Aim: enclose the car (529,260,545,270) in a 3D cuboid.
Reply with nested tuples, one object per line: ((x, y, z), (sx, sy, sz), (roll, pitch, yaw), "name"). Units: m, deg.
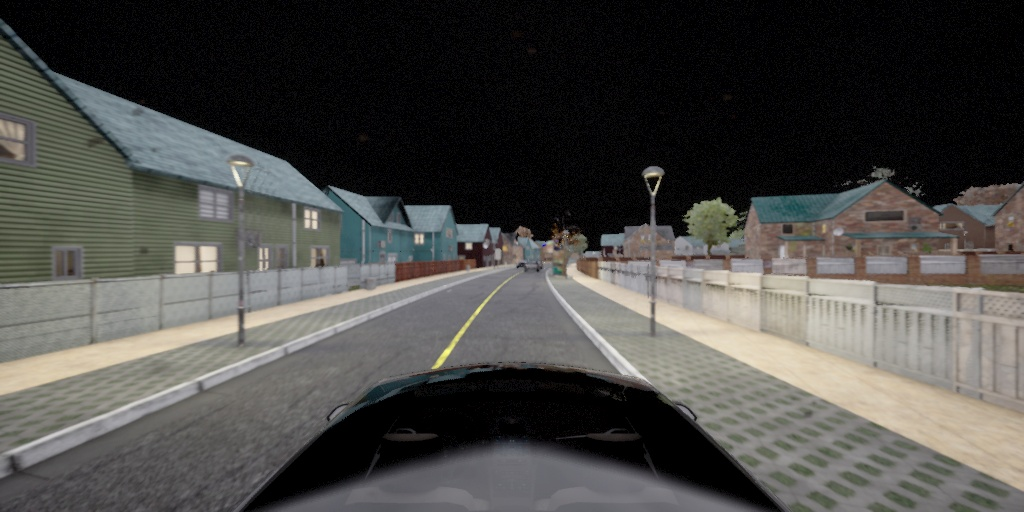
((3.878, 1.353, 55.530), (2.033, 1.411, 5.357), (0, 0, 9), "car")

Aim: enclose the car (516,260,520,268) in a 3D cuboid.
((1.799, 1.353, 60.381), (2.033, 1.411, 5.357), (0, 0, 4), "car")

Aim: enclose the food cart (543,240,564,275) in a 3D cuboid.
((4.543, 0.252, 35.972), (2.280, 3.560, 4.660), (0, 0, 5), "food cart")

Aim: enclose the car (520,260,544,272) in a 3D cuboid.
((2.647, 1.286, 46.157), (2.128, 1.511, 4.902), (0, 0, 8), "car")
